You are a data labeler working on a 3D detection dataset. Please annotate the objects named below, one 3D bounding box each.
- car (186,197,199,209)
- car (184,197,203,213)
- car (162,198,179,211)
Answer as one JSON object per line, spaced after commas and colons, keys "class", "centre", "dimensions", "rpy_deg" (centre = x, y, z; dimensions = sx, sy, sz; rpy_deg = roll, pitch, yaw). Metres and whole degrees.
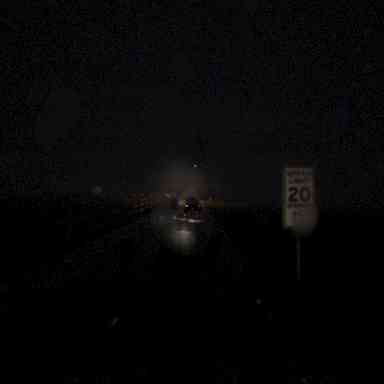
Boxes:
{"class": "car", "centre": [0.084, 1.475, 47.517], "dimensions": [1.837, 1.490, 4.892], "rpy_deg": [0, 1, 0]}
{"class": "car", "centre": [0.064, 1.578, 37.206], "dimensions": [1.812, 1.442, 4.674], "rpy_deg": [0, 0, 0]}
{"class": "car", "centre": [-2.677, 1.478, 42.239], "dimensions": [1.882, 1.535, 5.008], "rpy_deg": [0, 0, 0]}
